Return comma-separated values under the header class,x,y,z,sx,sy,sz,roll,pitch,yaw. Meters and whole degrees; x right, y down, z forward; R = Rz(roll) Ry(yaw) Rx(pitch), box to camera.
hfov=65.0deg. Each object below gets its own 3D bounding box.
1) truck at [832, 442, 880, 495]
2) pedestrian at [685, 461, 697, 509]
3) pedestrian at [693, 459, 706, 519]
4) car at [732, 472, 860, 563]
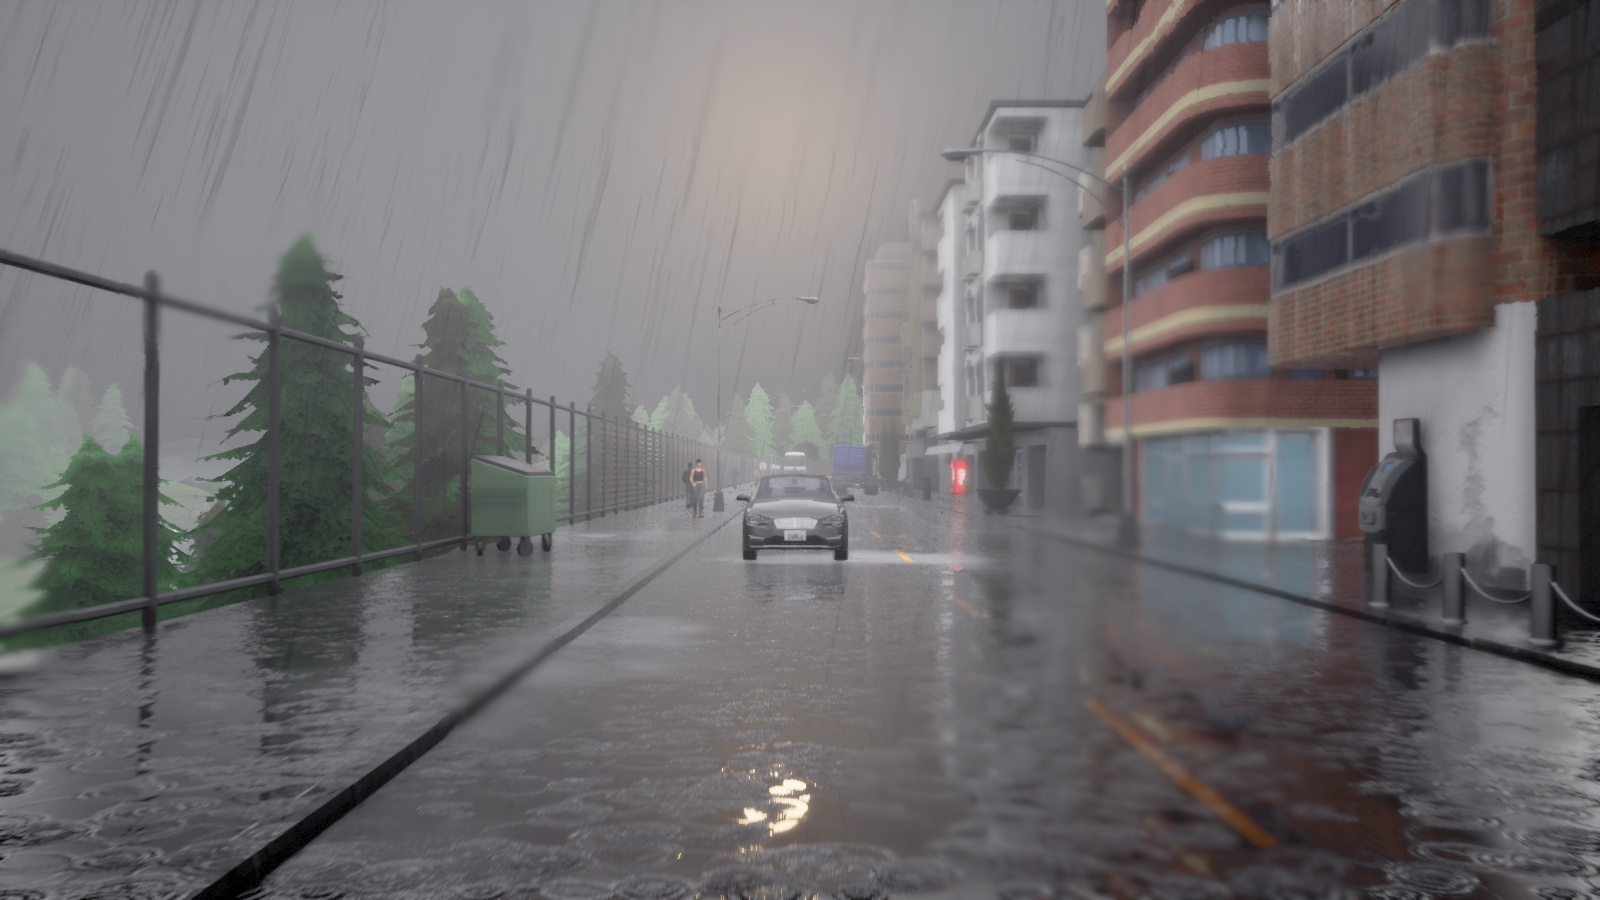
class,x,y,z,sx,sy,sz,roll,pitch,yaw
truck,3.737,1.260,86.048,2.891,3.462,7.936,0,-1,0
pedestrian,-4.286,1.369,49.361,0.431,1.840,0.703,0,-1,0
pedestrian,-3.092,1.183,38.572,0.345,1.836,0.594,0,-1,-10
car,-0.072,1.162,23.297,2.128,1.511,4.902,0,-1,0
